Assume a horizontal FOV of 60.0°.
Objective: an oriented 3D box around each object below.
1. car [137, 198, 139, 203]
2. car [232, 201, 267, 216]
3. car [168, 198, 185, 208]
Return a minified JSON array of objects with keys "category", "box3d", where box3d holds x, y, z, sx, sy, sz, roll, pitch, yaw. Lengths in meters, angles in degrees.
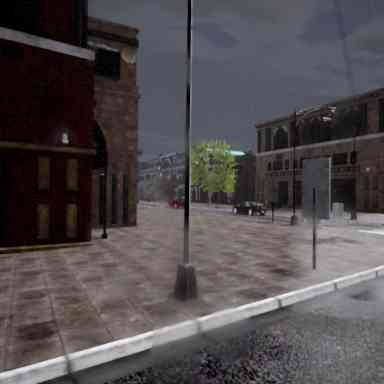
[{"category":"car","box3d":[-12.195,1.666,69.007,1.802,1.307,4.206,1,-1,-27]},{"category":"car","box3d":[5.784,1.624,33.768,2.008,1.369,4.403,1,-1,-27]},{"category":"car","box3d":[-2.164,1.623,49.311,1.887,1.381,4.507,1,-1,-27]}]
